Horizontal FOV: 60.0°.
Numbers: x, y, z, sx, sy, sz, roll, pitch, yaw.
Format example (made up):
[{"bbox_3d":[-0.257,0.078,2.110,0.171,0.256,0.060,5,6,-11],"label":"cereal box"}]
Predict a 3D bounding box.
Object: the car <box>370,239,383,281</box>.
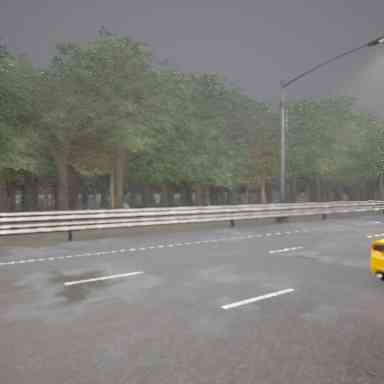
[{"bbox_3d":[6.560,1.476,8.546,5.008,1.535,1.882,0,0,-35],"label":"car"}]
